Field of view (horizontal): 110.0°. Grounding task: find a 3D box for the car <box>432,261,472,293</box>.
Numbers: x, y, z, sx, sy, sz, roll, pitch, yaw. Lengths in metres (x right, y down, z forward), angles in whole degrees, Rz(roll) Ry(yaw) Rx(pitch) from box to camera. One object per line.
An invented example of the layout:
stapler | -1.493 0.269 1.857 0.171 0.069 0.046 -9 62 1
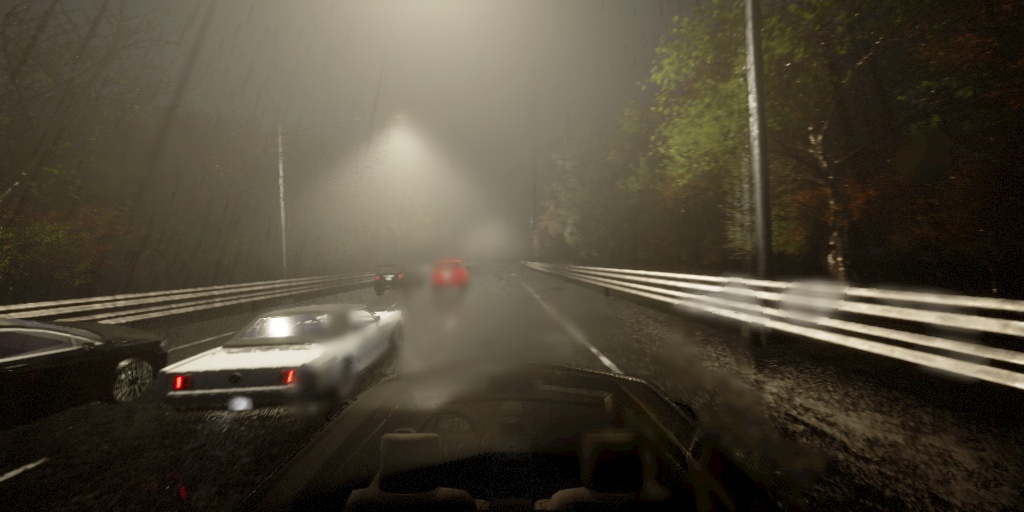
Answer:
car | -4.078 1.363 24.917 2.150 2.045 5.566 -2 -1 -2

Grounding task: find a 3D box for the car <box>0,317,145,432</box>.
car | -6.718 1.396 4.149 2.128 1.511 4.902 10 -1 -2

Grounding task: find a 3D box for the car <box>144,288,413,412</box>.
car | -3.394 1.537 6.575 1.895 1.301 4.718 -2 -1 -2

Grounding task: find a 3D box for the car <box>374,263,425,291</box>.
car | -7.554 1.503 24.474 2.150 2.045 5.566 -2 -1 -1
